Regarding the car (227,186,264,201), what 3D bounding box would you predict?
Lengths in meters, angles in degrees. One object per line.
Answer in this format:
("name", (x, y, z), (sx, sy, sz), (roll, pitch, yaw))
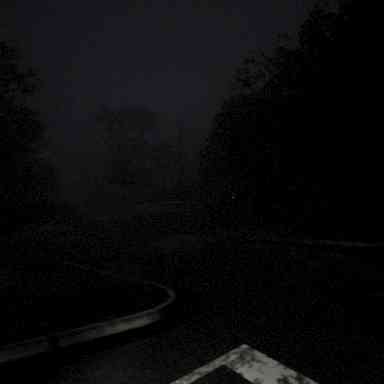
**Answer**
("car", (7.659, 0.212, 46.571), (5.566, 2.045, 2.150), (-2, 1, -15))
